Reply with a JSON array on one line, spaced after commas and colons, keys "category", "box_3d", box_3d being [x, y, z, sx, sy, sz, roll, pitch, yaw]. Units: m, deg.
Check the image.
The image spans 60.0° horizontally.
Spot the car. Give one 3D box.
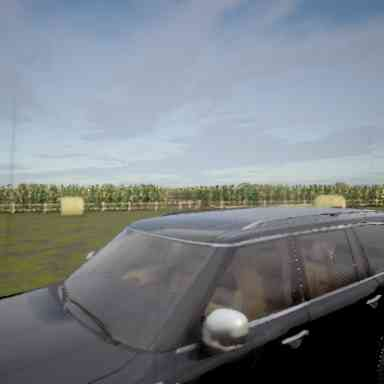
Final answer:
[{"category": "car", "box_3d": [0.214, 1.220, 3.247, 5.566, 2.045, 2.150, 0, 0, -36]}]
